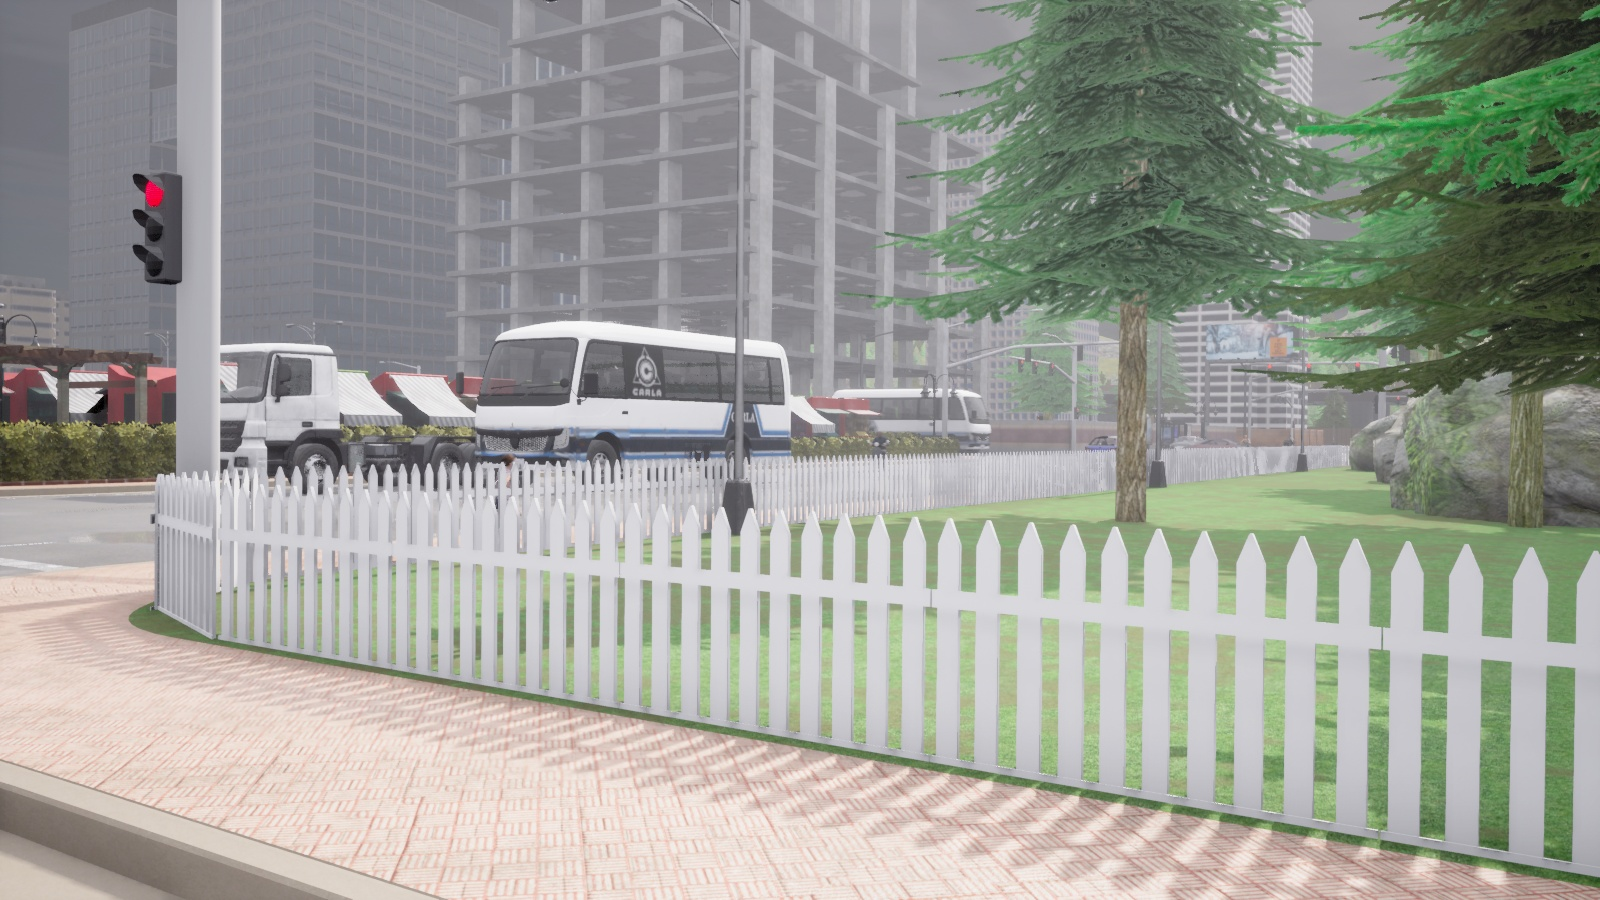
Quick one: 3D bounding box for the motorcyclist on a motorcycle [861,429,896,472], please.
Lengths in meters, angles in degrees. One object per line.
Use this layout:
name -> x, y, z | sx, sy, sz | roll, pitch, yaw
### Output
motorcyclist on a motorcycle -> 2.986, 0.009, 47.489 | 0.866, 1.590, 1.817 | 0, 1, 18

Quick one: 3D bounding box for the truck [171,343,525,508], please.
truck -> -10.611, -0.571, 30.501 | 2.891, 3.462, 7.936 | 0, 1, 32

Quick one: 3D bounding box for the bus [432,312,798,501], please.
bus -> -4.467, -1.065, 33.699 | 3.944, 4.253, 10.273 | 0, 1, 32

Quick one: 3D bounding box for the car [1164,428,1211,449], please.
car -> 28.794, -0.845, 93.194 | 2.128, 1.511, 4.902 | 0, 1, 32

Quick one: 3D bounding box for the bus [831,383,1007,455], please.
bus -> 7.425, -1.844, 78.830 | 10.273, 4.253, 3.944 | 0, 1, 32

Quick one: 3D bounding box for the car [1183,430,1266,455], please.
car -> 24.499, -0.427, 72.421 | 4.181, 1.385, 1.994 | 0, 1, 32

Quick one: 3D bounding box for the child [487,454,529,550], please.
child -> -3.416, 0.600, 14.705 | 0.255, 1.110, 0.394 | 0, 1, 32

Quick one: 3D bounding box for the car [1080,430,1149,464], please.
car -> 14.279, -0.162, 56.946 | 1.816, 1.474, 4.193 | 0, 1, 32
